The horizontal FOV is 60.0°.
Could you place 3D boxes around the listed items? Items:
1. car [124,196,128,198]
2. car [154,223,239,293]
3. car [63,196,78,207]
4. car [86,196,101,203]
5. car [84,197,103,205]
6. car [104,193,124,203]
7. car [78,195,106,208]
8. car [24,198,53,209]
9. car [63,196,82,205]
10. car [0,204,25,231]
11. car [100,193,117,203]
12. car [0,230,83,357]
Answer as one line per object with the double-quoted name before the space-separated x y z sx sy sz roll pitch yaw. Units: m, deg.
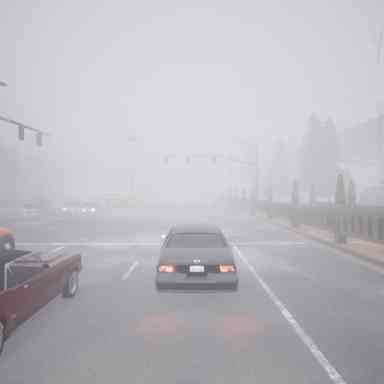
"car" -14.076 1.521 69.435 1.812 1.442 4.674 0 0 0
"car" 0.090 1.547 8.994 2.033 1.411 5.357 0 0 0
"car" -17.626 1.562 49.523 1.994 1.385 4.181 0 0 0
"car" -21.078 1.550 71.123 1.994 1.385 4.181 0 0 0
"car" -17.619 1.598 59.583 1.895 1.301 4.718 0 0 1
"car" -14.127 1.222 58.477 2.150 2.045 5.566 0 0 0
"car" -14.132 1.562 47.377 1.994 1.385 4.181 0 0 0
"car" -21.152 1.545 45.925 2.033 1.411 5.357 0 0 1
"car" -21.123 1.523 59.021 1.812 1.442 4.674 0 0 0
"car" -6.910 1.352 9.201 2.097 1.767 4.553 0 0 0
"car" -17.577 1.222 70.454 2.150 2.045 5.566 0 0 0
"car" -3.406 1.601 5.537 1.895 1.301 4.718 0 0 0
